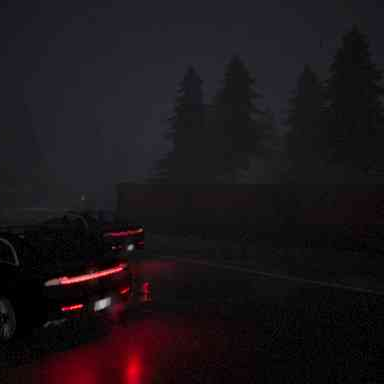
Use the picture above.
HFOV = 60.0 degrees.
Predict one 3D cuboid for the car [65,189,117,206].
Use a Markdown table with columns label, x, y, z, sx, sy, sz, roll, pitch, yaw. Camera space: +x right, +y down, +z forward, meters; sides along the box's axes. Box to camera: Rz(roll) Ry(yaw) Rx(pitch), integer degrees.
| label | x | y | z | sx | sy | sz | roll | pitch | yaw |
| --- | --- | --- | --- | --- | --- | --- | --- | --- | --- |
| car | -10.721 | 0.713 | 36.723 | 2.150 | 2.045 | 5.566 | 1 | 2 | 32 |

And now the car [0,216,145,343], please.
| label | x | y | z | sx | sy | sz | roll | pitch | yaw |
| --- | --- | --- | --- | --- | --- | --- | --- | --- | --- |
| car | -3.270 | 1.387 | 6.300 | 4.902 | 1.511 | 2.128 | 1 | 1 | 36 |

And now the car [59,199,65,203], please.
| label | x | y | z | sx | sy | sz | roll | pitch | yaw |
| --- | --- | --- | --- | --- | --- | --- | --- | --- | --- |
| car | -13.140 | 1.040 | 39.288 | 1.895 | 1.301 | 4.718 | 1 | 1 | 36 |

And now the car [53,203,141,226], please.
| label | x | y | z | sx | sy | sz | roll | pitch | yaw |
| --- | --- | --- | --- | --- | --- | --- | --- | --- | --- |
| car | -3.702 | 1.336 | 10.955 | 4.902 | 1.511 | 2.128 | 1 | 1 | 37 |
